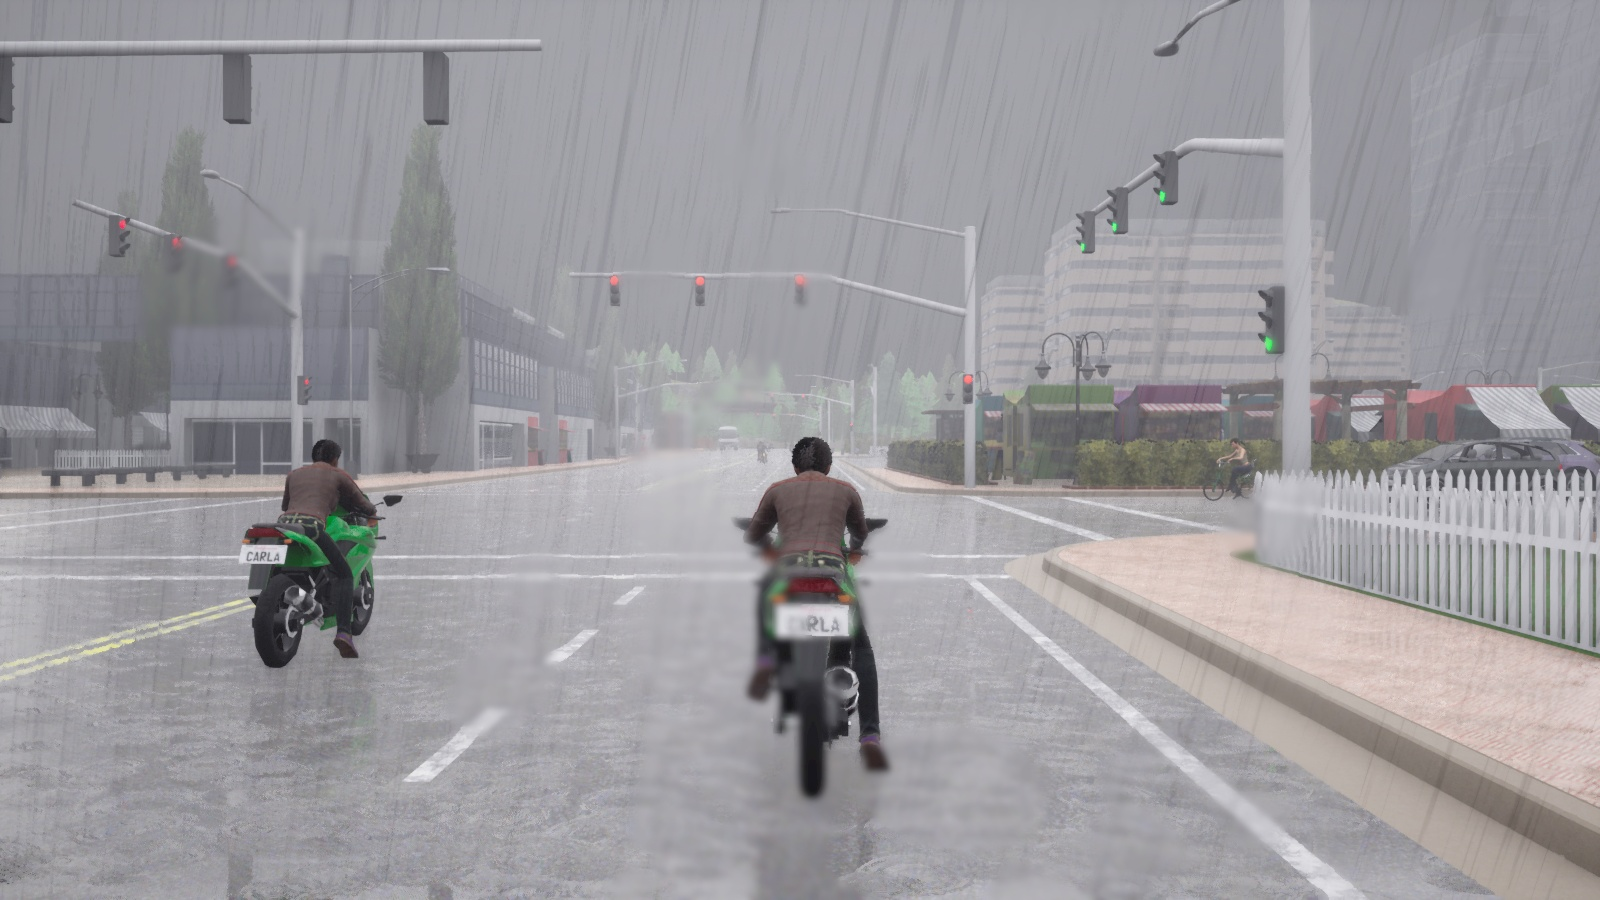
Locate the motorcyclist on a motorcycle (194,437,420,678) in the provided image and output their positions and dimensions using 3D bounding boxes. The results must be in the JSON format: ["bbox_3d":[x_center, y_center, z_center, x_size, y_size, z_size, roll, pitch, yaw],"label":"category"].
[{"bbox_3d":[-3.424,0.675,8.958,0.797,1.523,2.044,0,0,0],"label":"motorcyclist on a motorcycle"}]

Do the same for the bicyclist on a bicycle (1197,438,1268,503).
[{"bbox_3d":[11.005,0.511,31.967,1.509,1.612,0.866,0,0,-1],"label":"bicyclist on a bicycle"}]

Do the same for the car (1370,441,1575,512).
[{"bbox_3d":[15.225,0.576,28.550,3.705,1.549,1.789,0,0,-1],"label":"car"}]

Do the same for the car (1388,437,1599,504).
[{"bbox_3d":[17.933,0.510,32.101,4.856,1.649,2.033,0,0,-1],"label":"car"}]

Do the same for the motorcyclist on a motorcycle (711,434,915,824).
[{"bbox_3d":[0.056,0.695,5.932,0.797,1.523,2.044,0,0,0],"label":"motorcyclist on a motorcycle"}]
